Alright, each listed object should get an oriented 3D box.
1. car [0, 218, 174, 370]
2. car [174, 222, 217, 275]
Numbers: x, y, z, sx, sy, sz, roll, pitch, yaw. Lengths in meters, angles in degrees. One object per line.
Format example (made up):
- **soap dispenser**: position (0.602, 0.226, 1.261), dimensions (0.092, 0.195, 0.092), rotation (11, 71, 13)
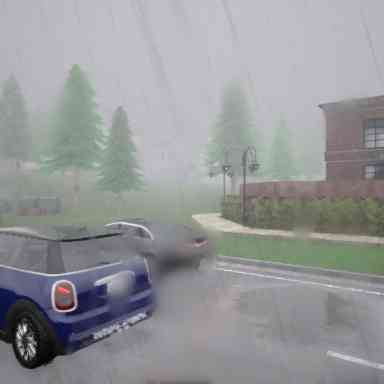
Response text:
- **car**: position (-2.812, 1.353, 5.940), dimensions (4.553, 1.767, 2.097), rotation (0, 0, 35)
- **car**: position (-1.657, 1.490, 9.409), dimensions (4.902, 1.511, 2.128), rotation (0, 0, 35)
